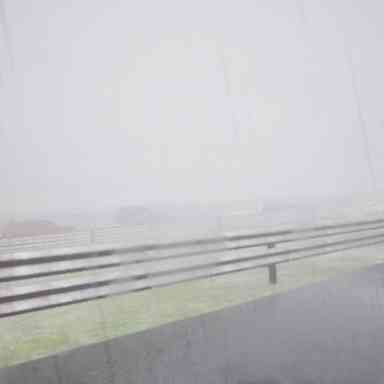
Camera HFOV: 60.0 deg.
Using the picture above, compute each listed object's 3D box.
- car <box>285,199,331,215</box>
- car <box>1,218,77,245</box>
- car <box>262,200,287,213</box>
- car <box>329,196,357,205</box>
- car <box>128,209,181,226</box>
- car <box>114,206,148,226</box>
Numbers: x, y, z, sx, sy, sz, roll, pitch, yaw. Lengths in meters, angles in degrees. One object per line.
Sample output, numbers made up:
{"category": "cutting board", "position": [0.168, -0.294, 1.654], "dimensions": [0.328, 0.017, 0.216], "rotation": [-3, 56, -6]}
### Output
{"category": "car", "position": [13.308, 1.931, 38.197], "dimensions": [4.181, 1.385, 1.994], "rotation": [-4, 2, -24]}
{"category": "car", "position": [-12.208, 3.121, 26.868], "dimensions": [5.566, 2.045, 2.150], "rotation": [-4, 2, -24]}
{"category": "car", "position": [10.933, 1.759, 40.971], "dimensions": [4.553, 1.767, 2.097], "rotation": [-4, 2, -24]}
{"category": "car", "position": [22.344, 1.215, 49.867], "dimensions": [4.718, 1.301, 1.895], "rotation": [-3, 2, -24]}
{"category": "car", "position": [-3.618, 2.780, 34.512], "dimensions": [5.008, 1.535, 1.882], "rotation": [-4, 2, -24]}
{"category": "car", "position": [-5.928, 2.541, 37.315], "dimensions": [5.566, 2.045, 2.150], "rotation": [-4, 2, -24]}
